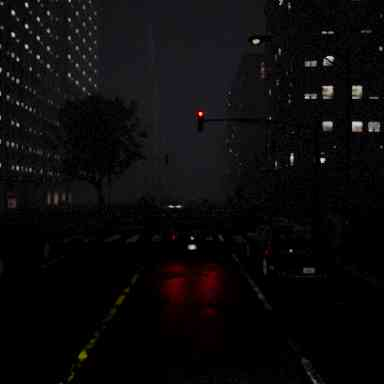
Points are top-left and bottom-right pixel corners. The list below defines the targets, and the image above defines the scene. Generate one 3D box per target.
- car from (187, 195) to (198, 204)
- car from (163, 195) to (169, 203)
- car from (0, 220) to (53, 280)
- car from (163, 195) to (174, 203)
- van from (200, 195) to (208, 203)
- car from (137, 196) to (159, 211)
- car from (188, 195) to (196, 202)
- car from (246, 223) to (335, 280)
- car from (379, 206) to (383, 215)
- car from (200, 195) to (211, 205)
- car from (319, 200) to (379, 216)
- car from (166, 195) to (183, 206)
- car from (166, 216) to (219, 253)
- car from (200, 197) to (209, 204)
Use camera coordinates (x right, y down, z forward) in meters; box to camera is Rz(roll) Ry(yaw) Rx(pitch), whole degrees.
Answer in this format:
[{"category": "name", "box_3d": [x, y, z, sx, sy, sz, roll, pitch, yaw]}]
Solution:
[{"category": "car", "box_3d": [-0.017, 1.825, 71.978, 1.895, 1.301, 4.718, 0, 0, 0]}, {"category": "car", "box_3d": [-5.709, 1.816, 75.347, 1.947, 1.339, 4.313, 0, 0, 0]}, {"category": "car", "box_3d": [-5.694, 1.570, 9.821, 1.887, 1.381, 4.507, 0, 0, 0]}, {"category": "car", "box_3d": [-5.710, 1.589, 80.870, 2.192, 1.841, 5.009, 0, 0, 0]}, {"category": "van", "box_3d": [2.672, 1.592, 75.349, 1.690, 1.788, 3.998, 0, 0, 0]}, {"category": "car", "box_3d": [-5.702, 1.442, 42.210, 2.192, 1.841, 5.009, 0, 0, 0]}, {"category": "car", "box_3d": [-0.018, 1.607, 81.955, 1.882, 1.535, 5.008, 0, 0, 0]}, {"category": "car", "box_3d": [2.686, 1.576, 9.823, 2.008, 1.369, 4.403, 0, 0, 0]}, {"category": "car", "box_3d": [18.816, 1.324, 29.288, 4.829, 1.417, 1.752, -1, 1, -1]}, {"category": "car", "box_3d": [2.675, 1.772, 64.302, 1.947, 1.339, 4.313, 0, 0, 0]}, {"category": "car", "box_3d": [13.419, 1.424, 29.232, 4.403, 1.369, 2.008, -1, 1, -1]}, {"category": "car", "box_3d": [-3.071, 1.754, 59.961, 1.994, 1.385, 4.181, 0, 0, 0]}, {"category": "car", "box_3d": [0.033, 1.638, 13.822, 1.895, 1.301, 4.718, 0, 0, 1]}, {"category": "car", "box_3d": [2.673, 1.754, 69.995, 1.752, 1.417, 4.829, 0, 0, 0]}]
